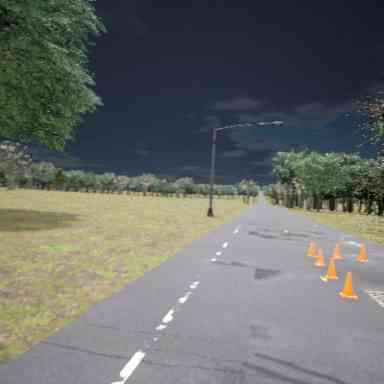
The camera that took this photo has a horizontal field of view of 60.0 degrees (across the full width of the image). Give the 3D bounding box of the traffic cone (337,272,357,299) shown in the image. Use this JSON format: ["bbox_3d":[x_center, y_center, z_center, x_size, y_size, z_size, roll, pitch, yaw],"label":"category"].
[{"bbox_3d":[3.861,2.267,8.185,0.340,0.580,0.340,3,-1,12],"label":"traffic cone"}]

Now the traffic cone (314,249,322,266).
[{"bbox_3d":[4.666,2.357,12.103,0.340,0.580,0.340,3,-1,12],"label":"traffic cone"}]

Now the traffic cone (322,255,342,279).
[{"bbox_3d":[4.264,2.312,10.144,0.340,0.580,0.340,3,-1,12],"label":"traffic cone"}]

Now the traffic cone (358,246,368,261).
[{"bbox_3d":[7.024,2.510,13.657,0.340,0.580,0.340,3,-1,12],"label":"traffic cone"}]

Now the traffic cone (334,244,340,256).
[{"bbox_3d":[6.046,2.456,13.859,0.340,0.580,0.340,3,-1,12],"label":"traffic cone"}]
